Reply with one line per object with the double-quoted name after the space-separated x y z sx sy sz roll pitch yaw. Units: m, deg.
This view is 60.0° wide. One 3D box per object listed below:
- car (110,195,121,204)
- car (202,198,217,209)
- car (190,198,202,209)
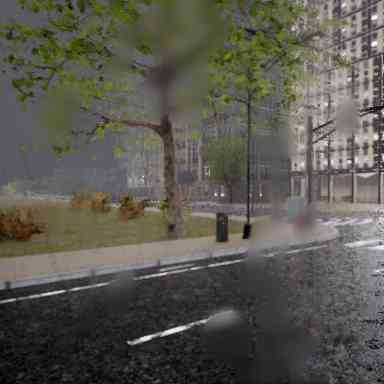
-13.532 1.243 56.577 1.812 1.442 4.674 1 0 -34 "car"
1.049 1.380 40.478 1.895 1.301 4.718 1 0 -34 "car"
-1.435 1.245 38.348 2.128 1.511 4.902 1 0 -34 "car"
